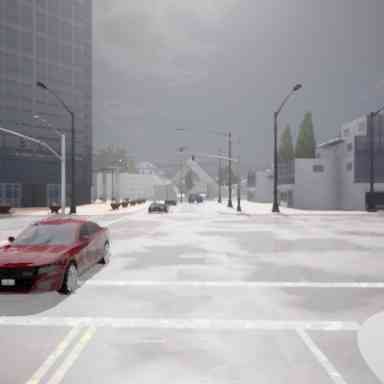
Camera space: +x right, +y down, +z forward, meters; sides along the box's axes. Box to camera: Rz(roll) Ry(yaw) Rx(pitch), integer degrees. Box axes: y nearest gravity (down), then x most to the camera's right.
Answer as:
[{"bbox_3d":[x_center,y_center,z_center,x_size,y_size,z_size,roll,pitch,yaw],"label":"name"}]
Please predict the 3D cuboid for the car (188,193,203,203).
[{"bbox_3d":[0.723,1.255,67.499,2.150,2.045,5.566,0,0,12],"label":"car"}]

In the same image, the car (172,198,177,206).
[{"bbox_3d":[-3.530,1.629,55.962,1.895,1.301,4.718,0,0,0],"label":"car"}]

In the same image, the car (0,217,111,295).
[{"bbox_3d":[-3.609,1.501,9.030,1.882,1.535,5.008,0,0,0],"label":"car"}]

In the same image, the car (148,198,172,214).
[{"bbox_3d":[-3.602,1.582,36.075,1.994,1.385,4.181,0,0,0],"label":"car"}]
